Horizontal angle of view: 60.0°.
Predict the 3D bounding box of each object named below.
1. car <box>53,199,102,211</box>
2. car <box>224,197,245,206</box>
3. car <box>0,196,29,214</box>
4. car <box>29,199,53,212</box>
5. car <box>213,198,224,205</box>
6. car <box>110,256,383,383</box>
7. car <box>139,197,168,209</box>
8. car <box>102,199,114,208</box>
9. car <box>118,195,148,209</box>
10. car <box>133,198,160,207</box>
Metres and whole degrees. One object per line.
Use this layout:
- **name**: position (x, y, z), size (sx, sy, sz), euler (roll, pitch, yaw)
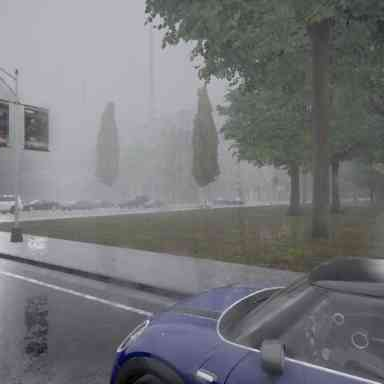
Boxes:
- **car**: position (-15.067, 1.778, 44.055), size (2.033, 1.411, 5.357), euler (0, 0, 35)
- **car**: position (8.852, 1.818, 66.558), size (2.097, 1.767, 4.553), euler (0, -1, 35)
- **car**: position (-21.033, 1.399, 35.541), size (2.150, 2.045, 5.566), euler (0, 0, 34)
- **car**: position (-19.724, 1.695, 43.067), size (1.882, 1.535, 5.008), euler (0, 0, 35)
- **car**: position (6.149, 1.961, 68.360), size (2.128, 1.511, 4.902), euler (0, -1, 35)
- **car**: position (1.436, 1.352, 2.665), size (4.553, 1.767, 2.097), euler (0, 0, 36)
- **car**: position (-5.576, 1.859, 51.611), size (1.994, 1.385, 4.181), euler (0, 0, 35)
- **car**: position (-14.040, 1.836, 51.185), size (1.994, 1.385, 4.181), euler (0, 0, 35)
- **car**: position (-9.075, 1.514, 52.606), size (2.150, 2.045, 5.566), euler (0, 0, 36)
- **car**: position (-8.090, 1.836, 59.626), size (2.128, 1.511, 4.902), euler (0, 0, 36)
